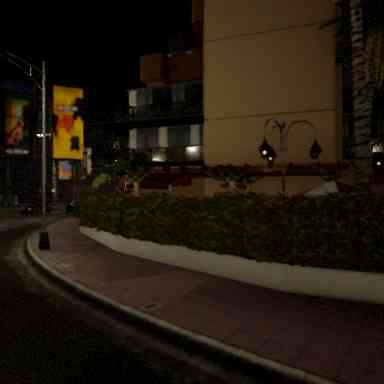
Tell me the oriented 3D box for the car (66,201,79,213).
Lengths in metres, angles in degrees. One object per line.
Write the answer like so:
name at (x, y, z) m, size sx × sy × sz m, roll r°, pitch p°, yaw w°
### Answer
car at (-14.991, 1.965, 44.285) m, size 2.128 × 1.511 × 4.902 m, roll 0°, pitch -1°, yaw 7°

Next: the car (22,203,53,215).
car at (-18.811, 2.005, 40.679) m, size 1.994 × 1.385 × 4.181 m, roll 0°, pitch -1°, yaw 3°
